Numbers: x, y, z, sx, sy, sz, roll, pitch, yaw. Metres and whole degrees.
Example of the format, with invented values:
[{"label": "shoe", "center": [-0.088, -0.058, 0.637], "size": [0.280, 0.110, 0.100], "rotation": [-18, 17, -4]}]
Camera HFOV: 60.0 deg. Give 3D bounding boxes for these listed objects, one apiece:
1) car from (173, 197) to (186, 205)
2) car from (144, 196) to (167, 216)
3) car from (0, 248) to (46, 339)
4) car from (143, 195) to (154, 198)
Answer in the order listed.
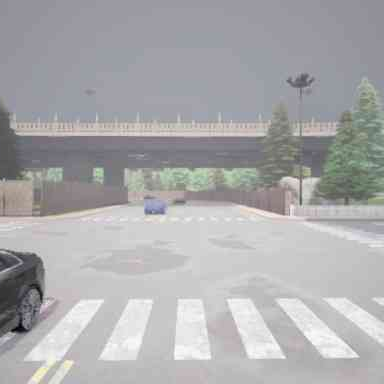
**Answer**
[{"label": "car", "center": [-2.203, 1.590, 59.014], "size": [1.895, 1.301, 4.718], "rotation": [0, 0, -8]}, {"label": "car", "center": [-3.477, 1.517, 32.488], "size": [1.882, 1.535, 5.008], "rotation": [0, 1, 0]}, {"label": "car", "center": [-3.496, 1.501, 3.966], "size": [2.128, 1.511, 4.902], "rotation": [0, 0, 0]}, {"label": "car", "center": [-10.450, 1.438, 83.347], "size": [1.837, 1.490, 4.892], "rotation": [0, 0, -36]}]
